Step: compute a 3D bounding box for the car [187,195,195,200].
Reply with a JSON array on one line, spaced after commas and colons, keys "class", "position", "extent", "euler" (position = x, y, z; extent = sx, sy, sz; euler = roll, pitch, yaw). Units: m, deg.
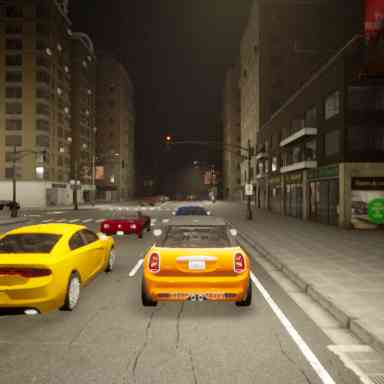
[{"class": "car", "position": [-0.182, 1.478, 90.800], "extent": [2.033, 1.411, 5.357], "euler": [0, 0, 0]}]

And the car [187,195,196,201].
[{"class": "car", "position": [-0.161, 1.394, 80.765], "extent": [2.097, 1.767, 4.553], "euler": [0, 0, 0]}]

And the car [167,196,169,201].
[{"class": "car", "position": [-6.664, 1.629, 81.952], "extent": [1.895, 1.301, 4.718], "euler": [0, 0, 0]}]

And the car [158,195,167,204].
[{"class": "car", "position": [-6.660, 1.379, 66.255], "extent": [2.097, 1.767, 4.553], "euler": [0, 0, 0]}]

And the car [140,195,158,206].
[{"class": "car", "position": [-6.693, 1.542, 50.455], "extent": [1.812, 1.442, 4.674], "euler": [0, 0, 0]}]

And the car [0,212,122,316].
[{"class": "car", "position": [-3.165, 1.478, 7.716], "extent": [1.882, 1.535, 5.008], "euler": [0, 0, 0]}]

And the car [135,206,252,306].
[{"class": "car", "position": [0.084, 1.352, 8.164], "extent": [2.097, 1.767, 4.553], "euler": [0, 0, 0]}]

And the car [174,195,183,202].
[{"class": "car", "position": [-3.410, 1.538, 80.372], "extent": [1.837, 1.490, 4.892], "euler": [0, 0, 0]}]

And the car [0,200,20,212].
[{"class": "car", "position": [-22.226, 1.594, 38.513], "extent": [4.313, 1.339, 1.947], "euler": [0, 0, 0]}]

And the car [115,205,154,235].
[{"class": "car", "position": [-3.284, 1.602, 17.430], "extent": [1.895, 1.301, 4.718], "euler": [0, 0, 0]}]

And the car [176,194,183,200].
[{"class": "car", "position": [-3.432, 1.415, 90.794], "extent": [1.882, 1.535, 5.008], "euler": [0, 0, 0]}]
